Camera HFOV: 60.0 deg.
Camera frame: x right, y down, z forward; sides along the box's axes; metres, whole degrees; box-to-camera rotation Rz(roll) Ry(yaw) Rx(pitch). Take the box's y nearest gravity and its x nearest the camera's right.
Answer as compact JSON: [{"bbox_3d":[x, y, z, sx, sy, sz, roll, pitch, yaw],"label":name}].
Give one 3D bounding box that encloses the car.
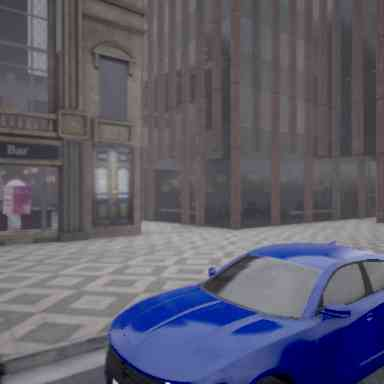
[{"bbox_3d":[1.391,1.470,4.362,5.008,1.535,1.882,0,0,-36],"label":"car"}]
